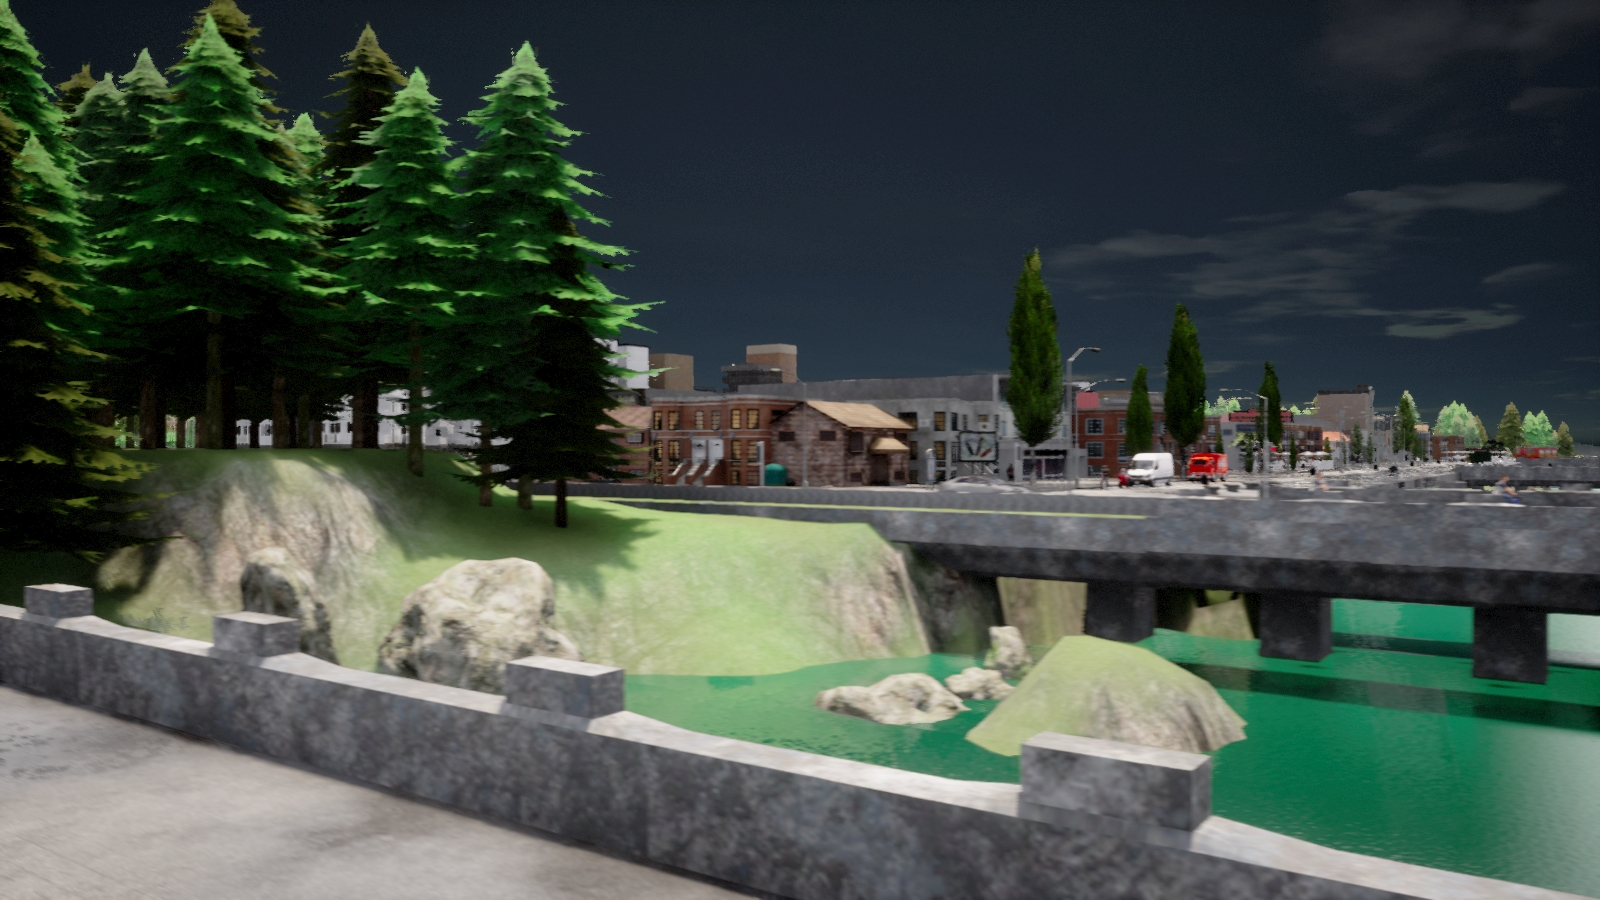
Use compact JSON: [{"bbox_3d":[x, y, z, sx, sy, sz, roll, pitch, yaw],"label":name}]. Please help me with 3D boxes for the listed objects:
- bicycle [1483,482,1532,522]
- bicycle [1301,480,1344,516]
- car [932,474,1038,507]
[{"bbox_3d":[28.053,2.056,45.309,1.643,1.496,0.373,0,0,36],"label":"bicycle"},{"bbox_3d":[22.520,2.056,49.276,1.643,1.496,0.373,0,0,36],"label":"bicycle"},{"bbox_3d":[9.389,2.047,58.282,4.902,1.511,2.128,0,0,35],"label":"car"}]
